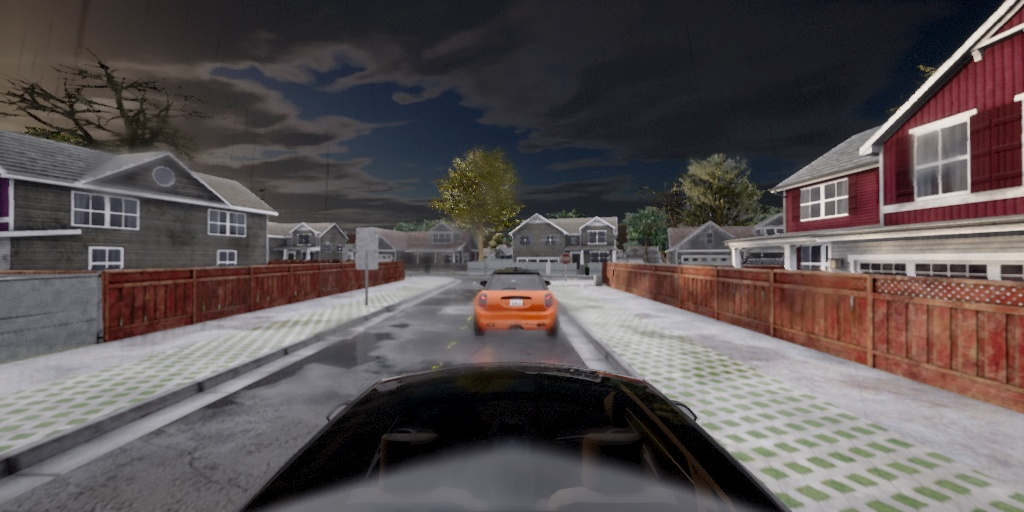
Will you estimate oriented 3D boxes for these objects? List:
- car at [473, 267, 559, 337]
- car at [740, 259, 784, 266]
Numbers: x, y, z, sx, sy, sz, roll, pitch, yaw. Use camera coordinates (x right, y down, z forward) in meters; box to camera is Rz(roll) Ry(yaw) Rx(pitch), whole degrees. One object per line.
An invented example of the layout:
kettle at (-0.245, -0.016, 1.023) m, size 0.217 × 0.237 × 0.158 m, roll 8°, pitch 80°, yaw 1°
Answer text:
car at (0.101, 1.144, 10.636) m, size 2.097 × 1.767 × 4.553 m, roll 0°, pitch 0°, yaw 0°
car at (20.507, 1.228, 29.994) m, size 5.566 × 2.045 × 2.150 m, roll 0°, pitch 0°, yaw 19°
